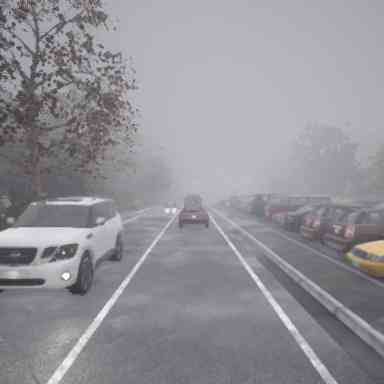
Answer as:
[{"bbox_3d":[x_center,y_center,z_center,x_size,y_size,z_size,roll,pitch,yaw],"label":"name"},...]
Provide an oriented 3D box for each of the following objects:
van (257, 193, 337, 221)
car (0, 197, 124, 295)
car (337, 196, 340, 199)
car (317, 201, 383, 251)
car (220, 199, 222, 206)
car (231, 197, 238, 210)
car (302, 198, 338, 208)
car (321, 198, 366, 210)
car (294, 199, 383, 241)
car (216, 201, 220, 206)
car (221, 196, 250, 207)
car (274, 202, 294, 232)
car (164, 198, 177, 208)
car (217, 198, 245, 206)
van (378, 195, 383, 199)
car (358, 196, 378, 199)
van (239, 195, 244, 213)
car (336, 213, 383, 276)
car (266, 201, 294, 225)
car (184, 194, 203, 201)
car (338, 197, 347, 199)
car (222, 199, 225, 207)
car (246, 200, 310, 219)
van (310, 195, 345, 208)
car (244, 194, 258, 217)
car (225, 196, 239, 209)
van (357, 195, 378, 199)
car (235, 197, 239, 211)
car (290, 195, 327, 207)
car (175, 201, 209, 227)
[{"bbox_3d":[6.951,1.173,22.356,4.442,1.987,1.878,0,0,0],"label":"van"},{"bbox_3d":[-3.346,1.181,8.978,2.150,2.045,5.566,0,0,0],"label":"car"},{"bbox_3d":[20.184,1.559,41.554,5.008,1.535,2.097,0,-1,0],"label":"car"},{"bbox_3d":[7.012,1.324,11.252,4.553,1.767,2.185,0,0,0],"label":"car"},{"bbox_3d":[7.157,1.689,50.096,4.792,1.488,2.163,0,-1,0],"label":"car"},{"bbox_3d":[7.068,1.529,36.218,4.792,1.488,2.163,0,-1,0],"label":"car"},{"bbox_3d":[20.207,1.688,52.635,4.892,1.521,2.231,0,-1,0],"label":"car"},{"bbox_3d":[20.190,1.593,44.450,5.008,1.535,2.097,0,-1,0],"label":"car"},{"bbox_3d":[7.018,1.311,14.027,4.553,1.767,2.185,0,0,0],"label":"car"},{"bbox_3d":[7.105,1.440,52.876,5.566,2.045,2.435,0,-1,0],"label":"car"},{"bbox_3d":[7.171,1.600,55.646,4.553,1.767,2.185,0,-1,0],"label":"car"},{"bbox_3d":[7.050,1.424,16.804,5.008,1.535,2.097,0,0,0],"label":"car"},{"bbox_3d":[-3.262,1.699,52.355,2.128,1.511,4.902,0,-1,0],"label":"car"},{"bbox_3d":[7.157,1.814,61.193,4.892,1.521,2.231,0,-1,0],"label":"car"},{"bbox_3d":[20.048,1.206,30.478,4.442,1.987,1.878,0,-1,0],"label":"van"},{"bbox_3d":[19.987,1.460,33.243,5.366,1.575,1.946,0,-1,0],"label":"car"},{"bbox_3d":[6.969,1.209,30.668,4.442,1.987,1.878,0,-1,0],"label":"van"},{"bbox_3d":[6.852,1.459,8.476,5.366,1.575,1.946,0,0,0],"label":"car"},{"bbox_3d":[7.064,1.451,19.581,4.674,1.452,2.002,0,0,0],"label":"car"},{"bbox_3d":[0.136,1.297,41.612,2.150,2.045,5.566,0,-1,0],"label":"car"},{"bbox_3d":[20.177,1.528,38.784,4.892,1.521,2.231,0,-1,0],"label":"car"},{"bbox_3d":[7.124,1.667,47.321,4.674,1.452,2.002,0,-1,0],"label":"car"},{"bbox_3d":[7.109,1.432,27.883,4.792,1.488,2.163,0,0,0],"label":"car"},{"bbox_3d":[20.324,1.429,49.867,4.442,1.987,1.878,0,-1,0],"label":"van"},{"bbox_3d":[7.102,1.135,25.132,5.566,2.045,2.435,0,0,0],"label":"car"},{"bbox_3d":[7.115,1.563,41.769,5.008,1.535,2.097,0,-1,0],"label":"car"},{"bbox_3d":[20.294,1.270,36.016,4.442,1.987,1.878,0,-1,0],"label":"van"},{"bbox_3d":[7.094,1.507,33.441,4.674,1.452,2.002,0,-1,0],"label":"car"},{"bbox_3d":[20.253,1.508,58.174,5.566,2.045,2.435,0,-1,0],"label":"car"},{"bbox_3d":[0.112,1.518,22.614,1.994,1.385,4.181,0,0,0],"label":"car"}]
